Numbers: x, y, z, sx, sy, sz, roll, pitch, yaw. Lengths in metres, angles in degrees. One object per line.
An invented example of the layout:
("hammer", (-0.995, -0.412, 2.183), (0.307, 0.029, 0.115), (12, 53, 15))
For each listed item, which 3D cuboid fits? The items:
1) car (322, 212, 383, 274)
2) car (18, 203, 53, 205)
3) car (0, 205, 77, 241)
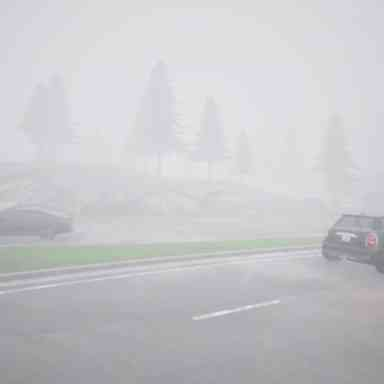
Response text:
("car", (6.511, 1.441, 10.889), (4.553, 1.767, 2.097), (1, 0, -26))
("car", (-9.386, 1.493, 18.745), (5.357, 1.411, 2.033), (1, 0, -8))
("car", (-7.928, 1.478, 15.581), (4.674, 1.442, 1.812), (1, 0, -10))
